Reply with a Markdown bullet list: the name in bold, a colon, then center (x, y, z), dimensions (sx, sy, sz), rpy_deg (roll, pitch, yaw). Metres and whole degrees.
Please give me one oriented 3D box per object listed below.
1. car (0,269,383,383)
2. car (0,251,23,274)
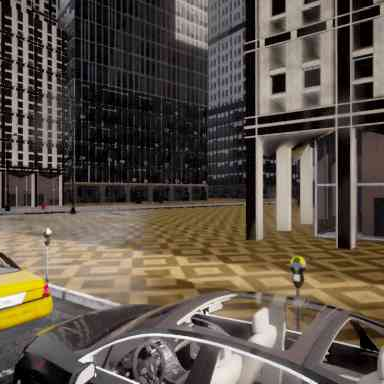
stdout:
- **car**: center (0.256, 1.551, 2.694), dimensions (4.403, 1.369, 2.008), rpy_deg (0, 0, 36)
- **car**: center (-4.498, 1.525, 6.087), dimensions (4.829, 1.417, 1.752), rpy_deg (0, 0, 36)
